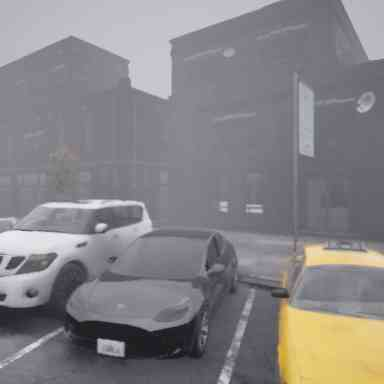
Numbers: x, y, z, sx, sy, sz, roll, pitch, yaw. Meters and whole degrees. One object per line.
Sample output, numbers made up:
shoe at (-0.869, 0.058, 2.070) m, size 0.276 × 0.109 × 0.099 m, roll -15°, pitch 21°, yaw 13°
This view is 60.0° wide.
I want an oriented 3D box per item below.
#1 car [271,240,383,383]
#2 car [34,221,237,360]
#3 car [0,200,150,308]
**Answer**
car at (2.072, 1.479, 4.430) m, size 1.946 × 1.575 × 5.366 m, roll 1°, pitch -1°, yaw 16°
car at (-0.329, 1.510, 6.330) m, size 2.163 × 1.488 × 4.792 m, roll 1°, pitch -1°, yaw 16°
car at (-2.765, 1.226, 8.084) m, size 2.435 × 2.045 × 5.566 m, roll 1°, pitch -1°, yaw 16°
